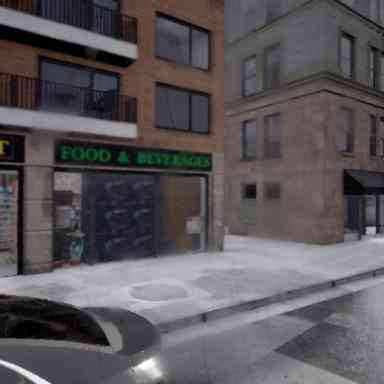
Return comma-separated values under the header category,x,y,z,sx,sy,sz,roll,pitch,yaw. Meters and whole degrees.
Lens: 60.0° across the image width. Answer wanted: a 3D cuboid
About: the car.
category,x,y,z,sx,sy,sz,roll,pitch,yaw
car,-2.370,1.492,1.687,4.892,1.490,1.837,1,0,-36
